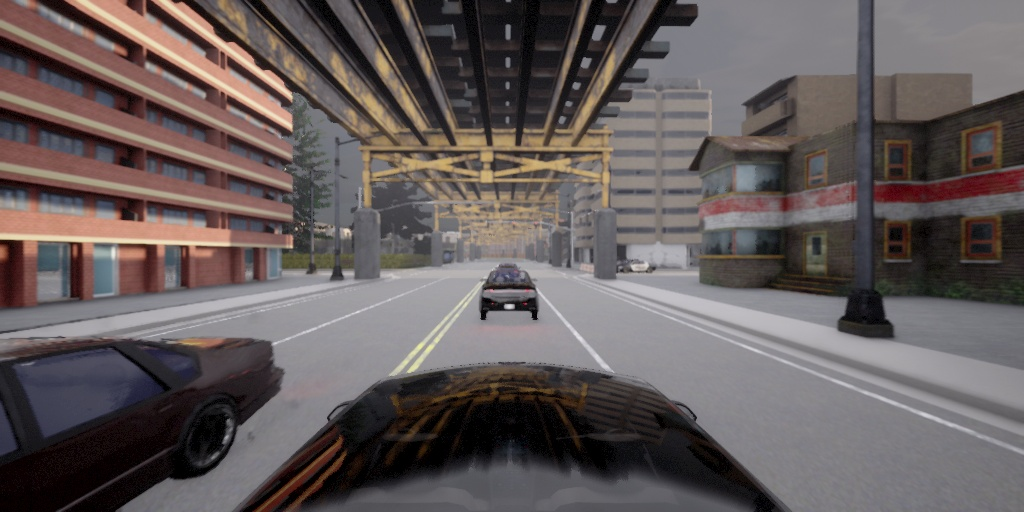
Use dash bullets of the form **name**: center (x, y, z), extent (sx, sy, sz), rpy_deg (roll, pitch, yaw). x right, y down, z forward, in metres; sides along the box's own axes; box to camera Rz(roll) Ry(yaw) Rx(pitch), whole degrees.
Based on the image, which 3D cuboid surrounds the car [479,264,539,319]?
- **car**: center (-0.113, 1.223, 12.686), extent (2.128, 1.511, 4.902), rpy_deg (0, 0, -1)

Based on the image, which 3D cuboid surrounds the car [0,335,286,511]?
- **car**: center (-3.648, 1.297, 1.985), extent (2.033, 1.411, 5.357), rpy_deg (0, 0, -1)
